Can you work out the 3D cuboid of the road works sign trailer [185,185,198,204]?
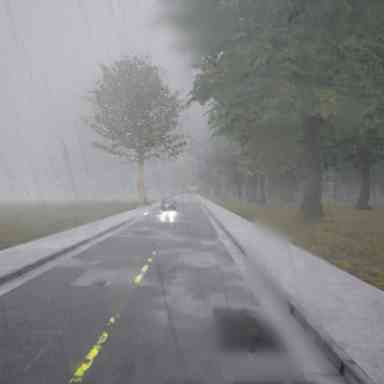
[{"bbox_3d":[-0.025,0.405,61.856,2.380,3.560,2.880,0,0,0],"label":"road works sign trailer"}]

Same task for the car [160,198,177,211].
[{"bbox_3d":[-2.856,1.453,40.837,2.128,1.511,4.902,0,0,0],"label":"car"}]
